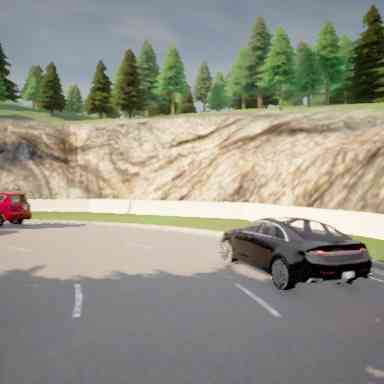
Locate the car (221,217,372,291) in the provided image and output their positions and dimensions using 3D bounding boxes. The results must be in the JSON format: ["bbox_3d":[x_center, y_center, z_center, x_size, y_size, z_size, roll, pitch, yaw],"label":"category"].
[{"bbox_3d":[2.360,1.407,8.903,2.128,1.511,4.902,0,0,-18],"label":"car"}]

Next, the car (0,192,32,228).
[{"bbox_3d":[-12.495,1.032,19.786,5.566,2.045,2.150,0,0,3],"label":"car"}]
